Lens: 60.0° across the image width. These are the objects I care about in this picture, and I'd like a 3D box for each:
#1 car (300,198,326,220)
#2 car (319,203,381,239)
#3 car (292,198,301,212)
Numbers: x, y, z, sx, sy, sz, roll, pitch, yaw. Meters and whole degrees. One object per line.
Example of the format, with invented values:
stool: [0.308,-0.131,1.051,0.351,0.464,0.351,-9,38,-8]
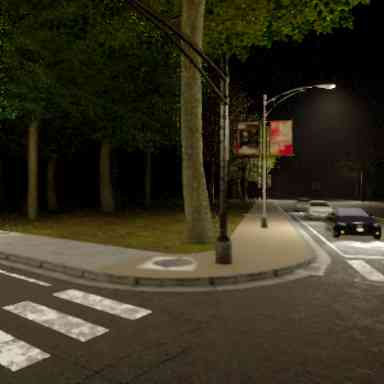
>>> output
car: [10.025,1.420,26.539,1.812,1.442,4.674,0,0,13]
car: [7.900,1.482,16.706,1.994,1.385,4.181,0,0,13]
car: [12.197,1.395,36.527,1.812,1.442,4.674,0,0,13]
